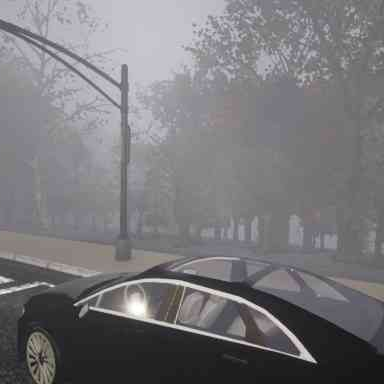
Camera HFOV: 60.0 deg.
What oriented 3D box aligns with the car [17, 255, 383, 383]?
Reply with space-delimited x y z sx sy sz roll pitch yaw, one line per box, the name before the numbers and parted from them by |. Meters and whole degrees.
car | 0.017 1.491 3.688 4.902 1.511 2.128 0 0 34
